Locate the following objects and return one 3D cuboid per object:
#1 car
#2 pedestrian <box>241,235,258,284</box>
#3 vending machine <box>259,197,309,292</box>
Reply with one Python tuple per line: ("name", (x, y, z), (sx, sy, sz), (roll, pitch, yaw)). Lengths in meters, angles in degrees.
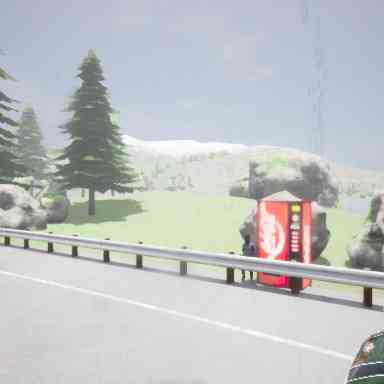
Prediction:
("car", (3.124, 1.351, 1.569), (4.553, 1.767, 2.097), (0, 0, 37))
("pedestrian", (1.372, 1.293, 8.153), (0.375, 1.860, 0.375), (0, 0, 34))
("vending machine", (2.268, 1.195, 8.162), (0.880, 2.100, 1.100), (0, 0, 34))
